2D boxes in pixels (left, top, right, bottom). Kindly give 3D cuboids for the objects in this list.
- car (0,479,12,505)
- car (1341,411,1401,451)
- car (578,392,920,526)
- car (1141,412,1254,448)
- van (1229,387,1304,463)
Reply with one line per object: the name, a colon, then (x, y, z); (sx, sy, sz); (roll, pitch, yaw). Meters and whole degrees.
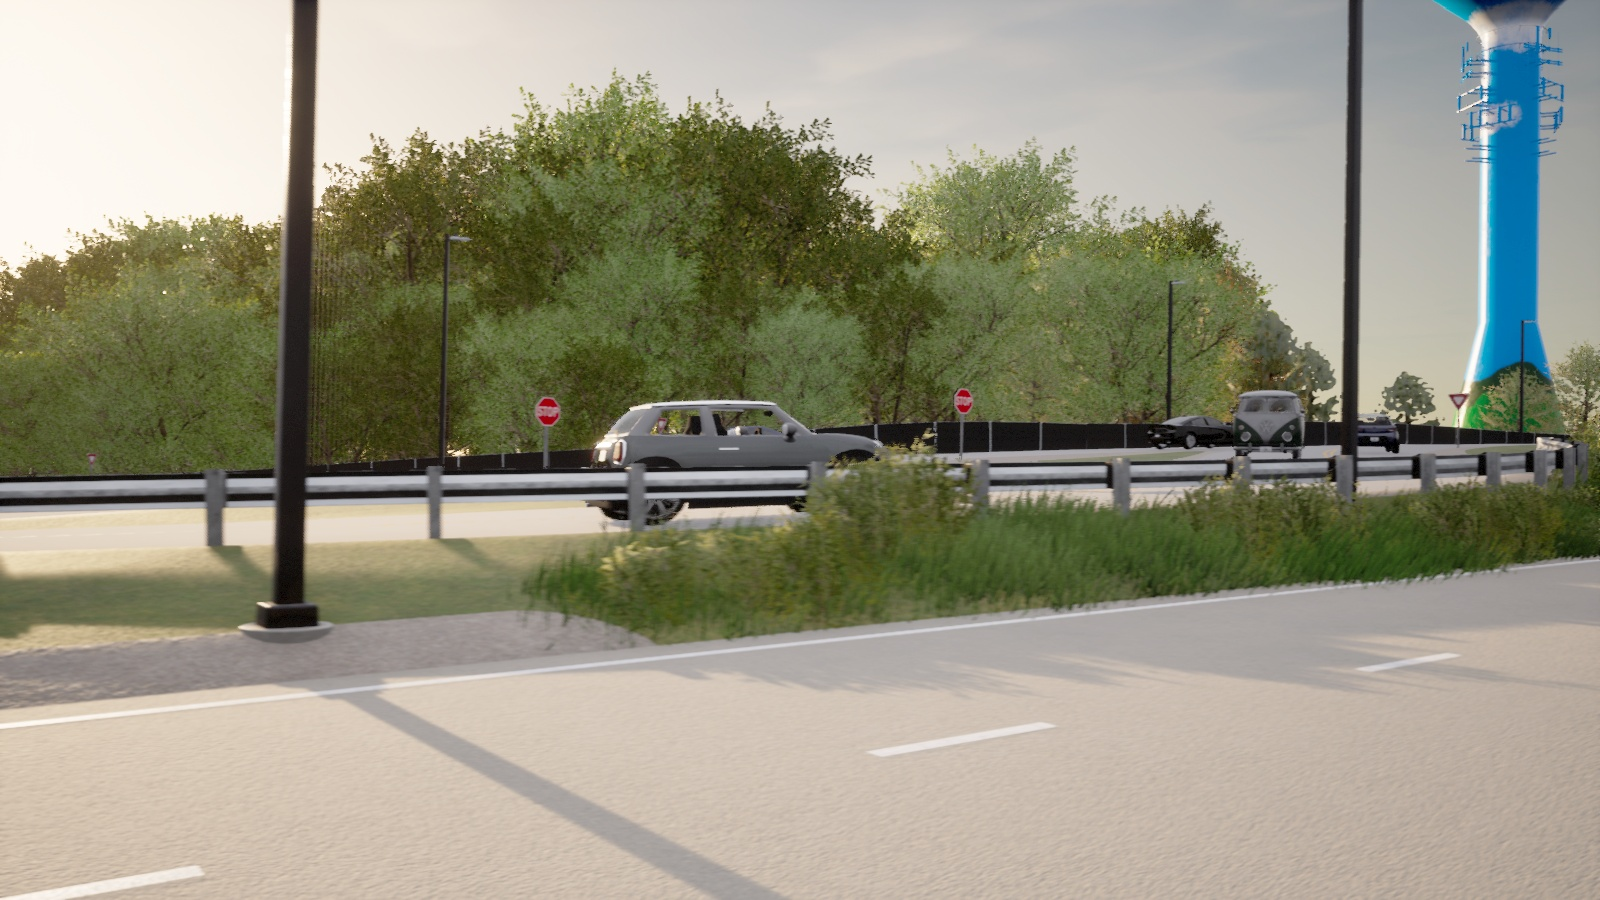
car: (-47.026, 2.422, 70.969); (3.806, 1.475, 1.970); (-2, -1, 8)
car: (21.776, -0.730, 48.025); (1.816, 1.474, 4.193); (0, 1, 20)
car: (-0.670, 0.081, 15.768); (3.806, 1.475, 1.970); (-2, 0, -21)
car: (17.867, -0.891, 56.407); (5.008, 1.535, 1.882); (-1, 1, -28)
van: (13.069, -0.698, 35.037); (1.775, 1.987, 4.442); (0, 1, 23)
